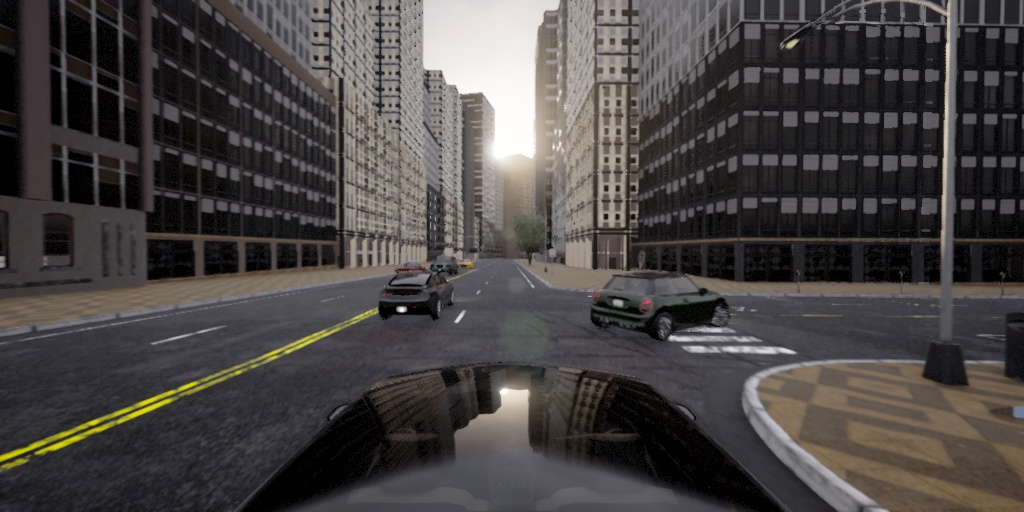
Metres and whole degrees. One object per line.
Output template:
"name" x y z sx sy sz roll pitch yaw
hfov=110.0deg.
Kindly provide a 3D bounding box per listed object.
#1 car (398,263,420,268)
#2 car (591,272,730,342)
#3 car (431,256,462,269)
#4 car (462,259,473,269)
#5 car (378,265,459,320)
"car" -10.191 1.345 35.915 1.895 1.301 4.718 0 0 0
"car" 4.521 1.256 10.728 4.553 1.767 2.097 0 2 -36
"car" -6.951 0.979 37.144 2.150 2.045 5.566 0 0 0
"car" -7.081 1.245 55.356 1.882 1.535 5.008 0 0 0
"car" -3.271 1.287 12.992 1.837 1.490 4.892 0 1 -1
